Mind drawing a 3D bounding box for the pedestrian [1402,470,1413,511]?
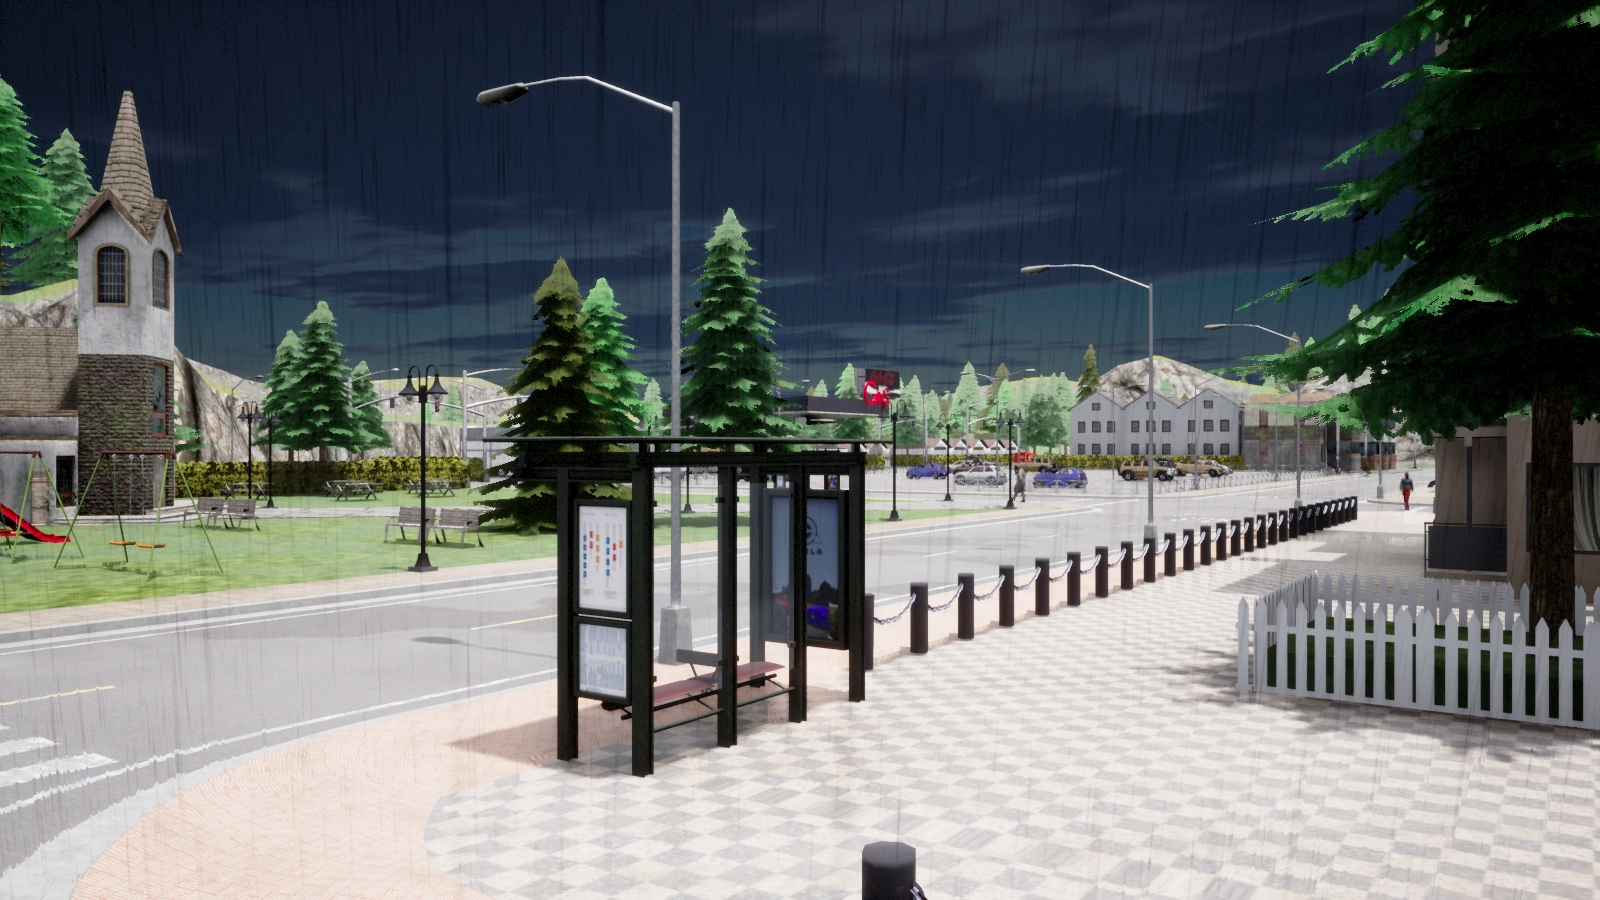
[{"bbox_3d":[27.465,1.829,51.658,0.375,1.860,0.375,0,0,35],"label":"pedestrian"}]

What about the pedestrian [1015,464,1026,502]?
[{"bbox_3d":[10.831,1.631,56.054,0.375,1.860,0.375,0,0,39],"label":"pedestrian"}]
